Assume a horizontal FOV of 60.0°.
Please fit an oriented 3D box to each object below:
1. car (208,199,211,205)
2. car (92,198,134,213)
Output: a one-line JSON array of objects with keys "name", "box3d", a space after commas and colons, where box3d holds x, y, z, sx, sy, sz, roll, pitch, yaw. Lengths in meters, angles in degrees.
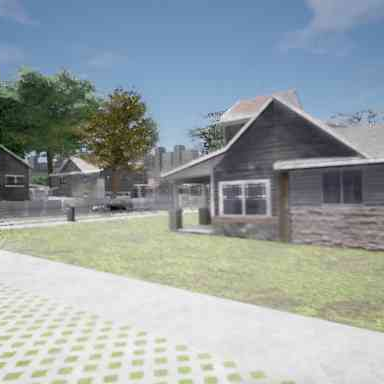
[{"name": "car", "box3d": [4.169, 1.414, 53.284, 1.994, 1.385, 4.181, -2, -1, 33]}, {"name": "car", "box3d": [-8.446, 1.444, 35.579, 2.128, 1.511, 4.902, -2, -1, 36]}]
